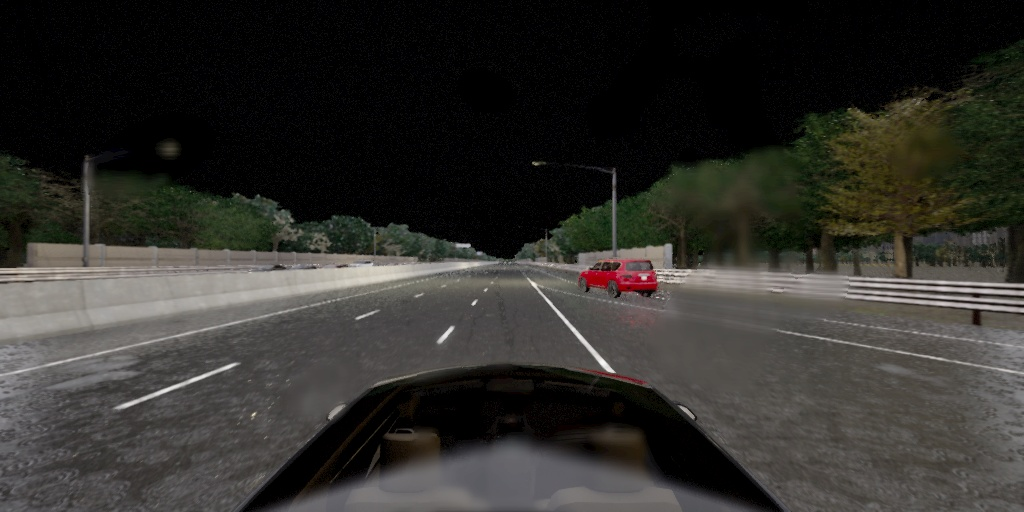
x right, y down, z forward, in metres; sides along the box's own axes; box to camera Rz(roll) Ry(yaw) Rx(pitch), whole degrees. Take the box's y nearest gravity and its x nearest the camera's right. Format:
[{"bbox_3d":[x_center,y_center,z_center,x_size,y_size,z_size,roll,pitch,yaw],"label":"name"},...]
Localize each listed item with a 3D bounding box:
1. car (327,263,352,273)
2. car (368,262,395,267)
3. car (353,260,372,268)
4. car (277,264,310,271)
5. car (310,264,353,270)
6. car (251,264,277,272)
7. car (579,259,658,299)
[{"bbox_3d":[-28.030,1.965,58.386,1.812,1.442,4.674,0,-1,0],"label":"car"},{"bbox_3d":[-21.045,2.036,57.945,1.895,1.301,4.718,0,-1,0],"label":"car"},{"bbox_3d":[-24.532,1.665,58.774,2.150,2.045,5.566,0,-1,0],"label":"car"},{"bbox_3d":[-24.585,1.732,42.075,2.128,1.511,4.902,0,-1,0],"label":"car"},{"bbox_3d":[-21.087,1.718,42.064,1.882,1.535,5.008,0,-1,0],"label":"car"},{"bbox_3d":[-28.084,1.741,41.744,1.837,1.490,4.892,0,-1,0],"label":"car"},{"bbox_3d":[5.783,1.193,20.188,2.150,2.045,5.566,0,0,-16],"label":"car"}]
